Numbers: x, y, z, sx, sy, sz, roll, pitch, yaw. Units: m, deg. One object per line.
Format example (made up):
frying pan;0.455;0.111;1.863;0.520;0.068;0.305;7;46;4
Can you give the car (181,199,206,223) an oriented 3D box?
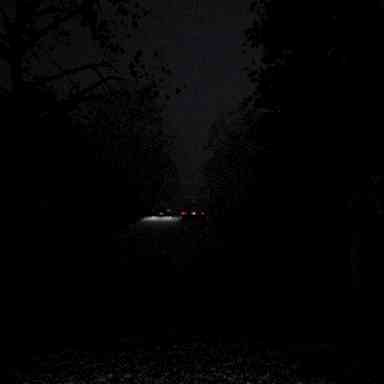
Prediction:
car;0.141;1.542;25.723;2.033;1.411;5.357;0;0;0

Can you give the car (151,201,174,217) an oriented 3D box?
car;-2.703;1.541;32.004;2.033;1.411;5.357;0;0;1
